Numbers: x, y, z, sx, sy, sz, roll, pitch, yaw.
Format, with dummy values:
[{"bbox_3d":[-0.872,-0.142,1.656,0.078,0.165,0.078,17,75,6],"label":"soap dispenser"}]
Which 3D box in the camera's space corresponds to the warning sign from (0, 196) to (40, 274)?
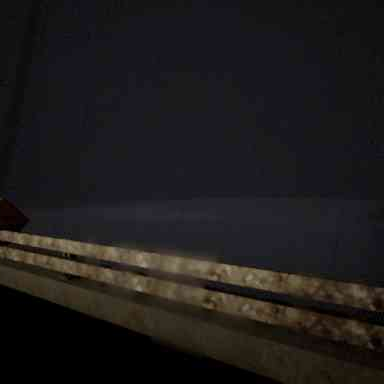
[{"bbox_3d":[-4.889,1.063,8.662,1.060,1.860,1.300,-1,0,36],"label":"warning sign"}]
